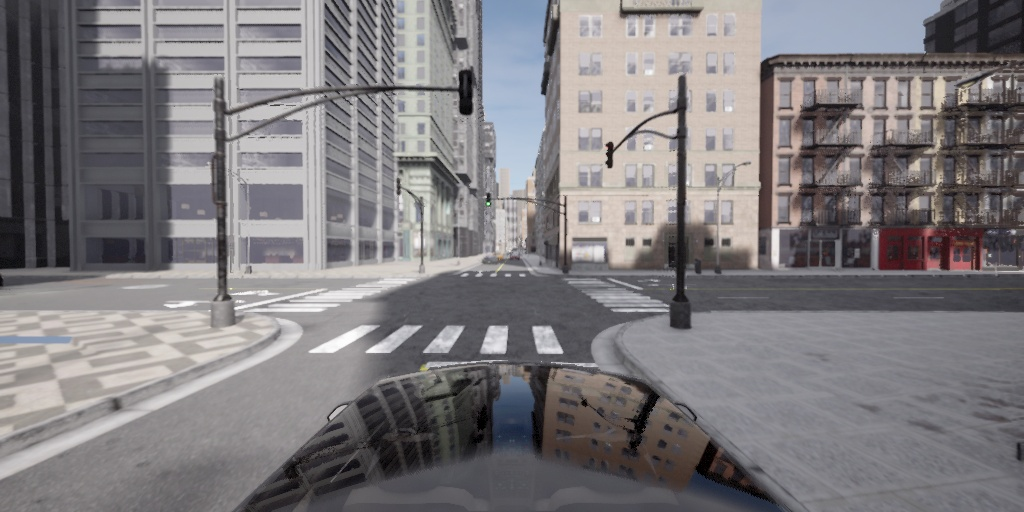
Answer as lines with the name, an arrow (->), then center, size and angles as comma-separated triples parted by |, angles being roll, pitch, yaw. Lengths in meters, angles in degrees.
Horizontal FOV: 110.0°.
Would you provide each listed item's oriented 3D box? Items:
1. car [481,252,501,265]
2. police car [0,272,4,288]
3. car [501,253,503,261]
car -> -2.804, 0.479, 46.578 | 1.994, 1.385, 4.181 | 0, 1, 1
police car -> -27.120, 0.908, 16.860 | 5.238, 1.638, 1.930 | 0, 1, 0
car -> -2.545, 0.073, 63.657 | 1.882, 1.535, 5.008 | 0, 1, 1
